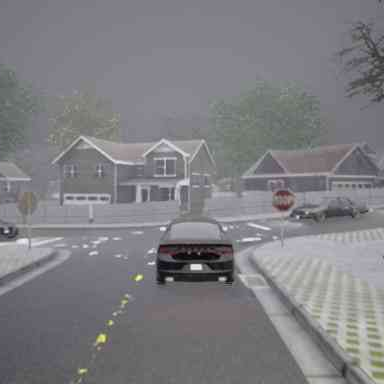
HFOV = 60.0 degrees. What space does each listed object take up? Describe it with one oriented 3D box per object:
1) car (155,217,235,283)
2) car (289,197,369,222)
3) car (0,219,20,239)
[{"bbox_3d":[0.059,1.462,9.628,1.882,1.535,5.008,0,0,-1],"label":"car"},{"bbox_3d":[8.898,1.034,21.450,5.357,1.411,2.033,-3,2,-23],"label":"car"},{"bbox_3d":[-11.556,1.966,18.157,4.181,1.385,1.994,-2,0,21],"label":"car"}]
